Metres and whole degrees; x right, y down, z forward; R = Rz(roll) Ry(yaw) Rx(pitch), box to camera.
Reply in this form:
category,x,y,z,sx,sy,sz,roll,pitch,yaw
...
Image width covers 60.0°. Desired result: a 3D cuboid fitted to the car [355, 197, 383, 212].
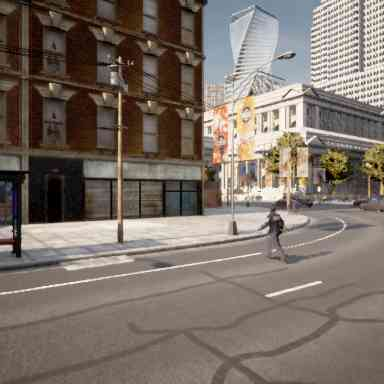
category,x,y,z,sx,sy,sz,roll,pitch,yaw
car,21.624,1.552,38.431,2.033,1.411,5.357,0,0,-3

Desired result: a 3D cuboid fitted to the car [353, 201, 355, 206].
category,x,y,z,sx,sy,sz,roll,pitch,yaw
car,26.432,1.525,50.038,2.002,1.452,4.674,0,0,-16

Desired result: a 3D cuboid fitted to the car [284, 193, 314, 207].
category,x,y,z,sx,sy,sz,roll,pitch,yaw
car,15.761,1.226,49.959,2.150,2.045,5.566,0,0,-19

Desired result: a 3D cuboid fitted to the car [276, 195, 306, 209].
category,x,y,z,sx,sy,sz,roll,pitch,yaw
car,13.251,1.529,45.884,1.812,1.442,4.674,0,0,-15

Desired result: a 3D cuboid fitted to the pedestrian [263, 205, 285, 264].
category,x,y,z,sx,sy,sz,roll,pitch,yaw
pedestrian,2.644,1.295,10.693,0.375,1.860,0.375,0,0,-38
